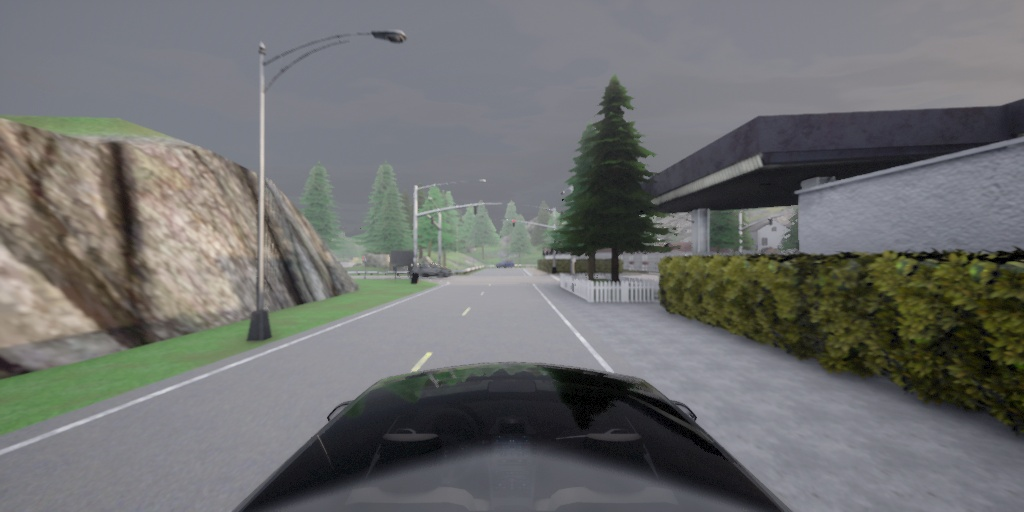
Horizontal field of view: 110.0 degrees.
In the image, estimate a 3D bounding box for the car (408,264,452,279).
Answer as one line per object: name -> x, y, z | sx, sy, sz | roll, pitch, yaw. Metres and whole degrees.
car -> -8.069, 1.470, 35.461 | 4.181, 1.385, 1.994 | 1, 0, -1
